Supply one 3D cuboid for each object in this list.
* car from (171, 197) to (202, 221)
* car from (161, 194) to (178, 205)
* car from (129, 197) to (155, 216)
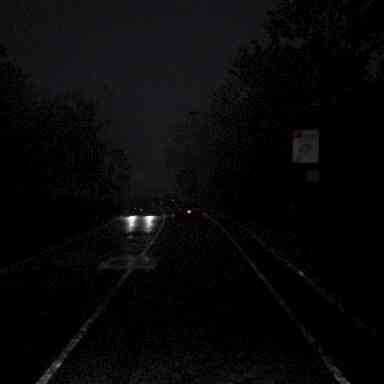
[{"bbox_3d":[-0.346,1.321,25.006,1.994,1.385,4.181,0,1,-4],"label":"car"},{"bbox_3d":[-2.717,0.890,42.182,1.994,1.385,4.181,-1,3,-11],"label":"car"},{"bbox_3d":[-4.443,1.242,29.841,1.837,1.490,4.892,0,0,-6],"label":"car"}]
